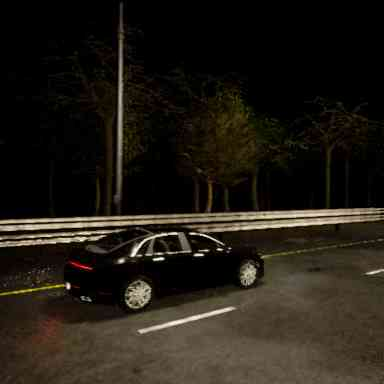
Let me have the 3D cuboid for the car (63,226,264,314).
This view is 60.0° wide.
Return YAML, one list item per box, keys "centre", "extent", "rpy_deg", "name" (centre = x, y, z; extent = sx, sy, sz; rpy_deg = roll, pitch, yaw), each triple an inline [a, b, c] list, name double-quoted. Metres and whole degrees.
- centre: [-0.402, 1.561, 7.764]
  extent: [4.892, 1.490, 1.837]
  rpy_deg: [1, 0, -35]
  name: "car"
